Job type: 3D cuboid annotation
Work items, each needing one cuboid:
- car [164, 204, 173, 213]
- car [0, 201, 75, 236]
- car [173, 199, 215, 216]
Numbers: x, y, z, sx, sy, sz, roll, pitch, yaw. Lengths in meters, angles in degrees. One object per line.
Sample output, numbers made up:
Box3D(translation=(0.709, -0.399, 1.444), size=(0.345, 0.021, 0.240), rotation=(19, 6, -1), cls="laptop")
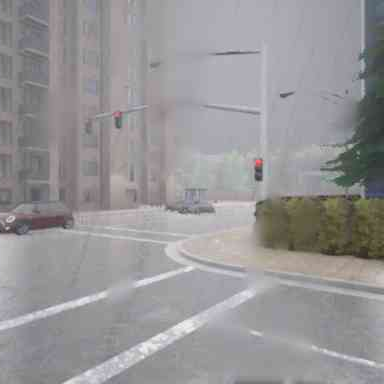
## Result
Box3D(translation=(-0.719, 1.537, 37.056), size=(2.033, 1.411, 5.357), rotation=(0, 0, 36), cls="car")
Box3D(translation=(-8.877, 1.343, 18.591), size=(2.097, 1.767, 4.553), rotation=(0, 0, 27), cls="car")
Box3D(translation=(0.506, 1.555, 32.794), size=(1.994, 1.385, 4.181), rotation=(0, 0, 36), cls="car")
